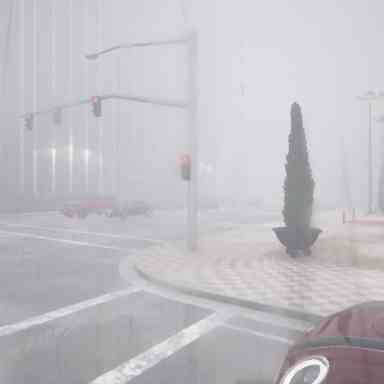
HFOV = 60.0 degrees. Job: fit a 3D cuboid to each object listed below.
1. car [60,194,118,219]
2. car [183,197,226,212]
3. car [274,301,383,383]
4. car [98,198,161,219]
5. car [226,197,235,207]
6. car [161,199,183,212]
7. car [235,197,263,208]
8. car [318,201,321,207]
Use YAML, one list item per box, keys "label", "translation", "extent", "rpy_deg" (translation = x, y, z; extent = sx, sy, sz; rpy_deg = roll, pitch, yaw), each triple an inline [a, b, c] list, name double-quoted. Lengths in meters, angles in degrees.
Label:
- label: "car"
  translation: [-8.944, 1.207, 29.907]
  extent: [2.150, 2.045, 5.566]
  rpy_deg: [0, 0, 35]
- label: "car"
  translation: [1.564, 1.479, 38.872]
  extent: [2.128, 1.511, 4.902]
  rpy_deg: [0, 0, 35]
- label: "car"
  translation: [2.793, 1.353, 1.978]
  extent: [4.553, 1.767, 2.097]
  rpy_deg: [0, 0, 36]
- label: "car"
  translation: [-5.348, 1.479, 28.957]
  extent: [2.128, 1.511, 4.902]
  rpy_deg: [0, 0, 35]
- label: "car"
  translation: [4.938, 1.463, 49.800]
  extent: [1.882, 1.535, 5.008]
  rpy_deg: [0, 0, 35]
- label: "car"
  translation: [-2.572, 1.549, 39.059]
  extent: [1.994, 1.385, 4.181]
  rpy_deg: [0, 0, 35]
- label: "car"
  translation: [8.826, 1.480, 49.241]
  extent: [2.128, 1.511, 4.902]
  rpy_deg: [0, 0, 35]
- label: "car"
  translation: [17.909, 1.592, 49.757]
  extent: [1.895, 1.301, 4.718]
  rpy_deg: [0, 0, 35]
